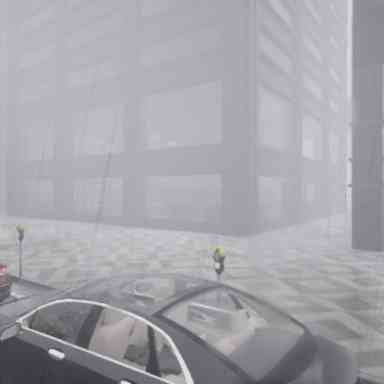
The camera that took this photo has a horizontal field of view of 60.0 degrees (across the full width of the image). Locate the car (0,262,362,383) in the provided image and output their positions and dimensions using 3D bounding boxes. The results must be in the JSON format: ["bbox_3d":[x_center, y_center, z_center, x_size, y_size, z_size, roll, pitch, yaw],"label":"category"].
[{"bbox_3d":[-0.660,1.546,3.433,4.403,1.369,2.008,0,0,36],"label":"car"}]
